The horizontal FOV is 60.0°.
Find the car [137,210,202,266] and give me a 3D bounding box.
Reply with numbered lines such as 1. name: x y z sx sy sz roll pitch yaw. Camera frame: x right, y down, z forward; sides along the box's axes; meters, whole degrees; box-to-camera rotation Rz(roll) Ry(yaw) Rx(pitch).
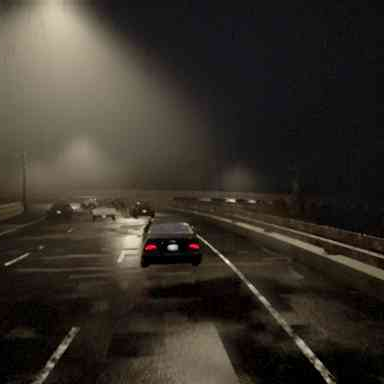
1. car: -0.837 1.578 11.685 2.033 1.411 5.357 0 0 -7

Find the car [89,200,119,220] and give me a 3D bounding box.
1. car: -7.791 1.695 29.313 1.895 1.301 4.718 0 0 -16

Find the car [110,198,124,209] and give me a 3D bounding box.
1. car: -11.056 1.651 47.685 1.837 1.490 4.892 0 -1 -25

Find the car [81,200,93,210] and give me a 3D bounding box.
1. car: -14.470 1.758 46.784 1.895 1.301 4.718 0 0 -26

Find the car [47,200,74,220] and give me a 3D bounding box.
1. car: -11.771 1.673 29.864 1.994 1.385 4.181 0 0 -17

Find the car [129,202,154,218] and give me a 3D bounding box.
1. car: -4.703 1.651 31.037 1.994 1.385 4.181 0 0 -16
